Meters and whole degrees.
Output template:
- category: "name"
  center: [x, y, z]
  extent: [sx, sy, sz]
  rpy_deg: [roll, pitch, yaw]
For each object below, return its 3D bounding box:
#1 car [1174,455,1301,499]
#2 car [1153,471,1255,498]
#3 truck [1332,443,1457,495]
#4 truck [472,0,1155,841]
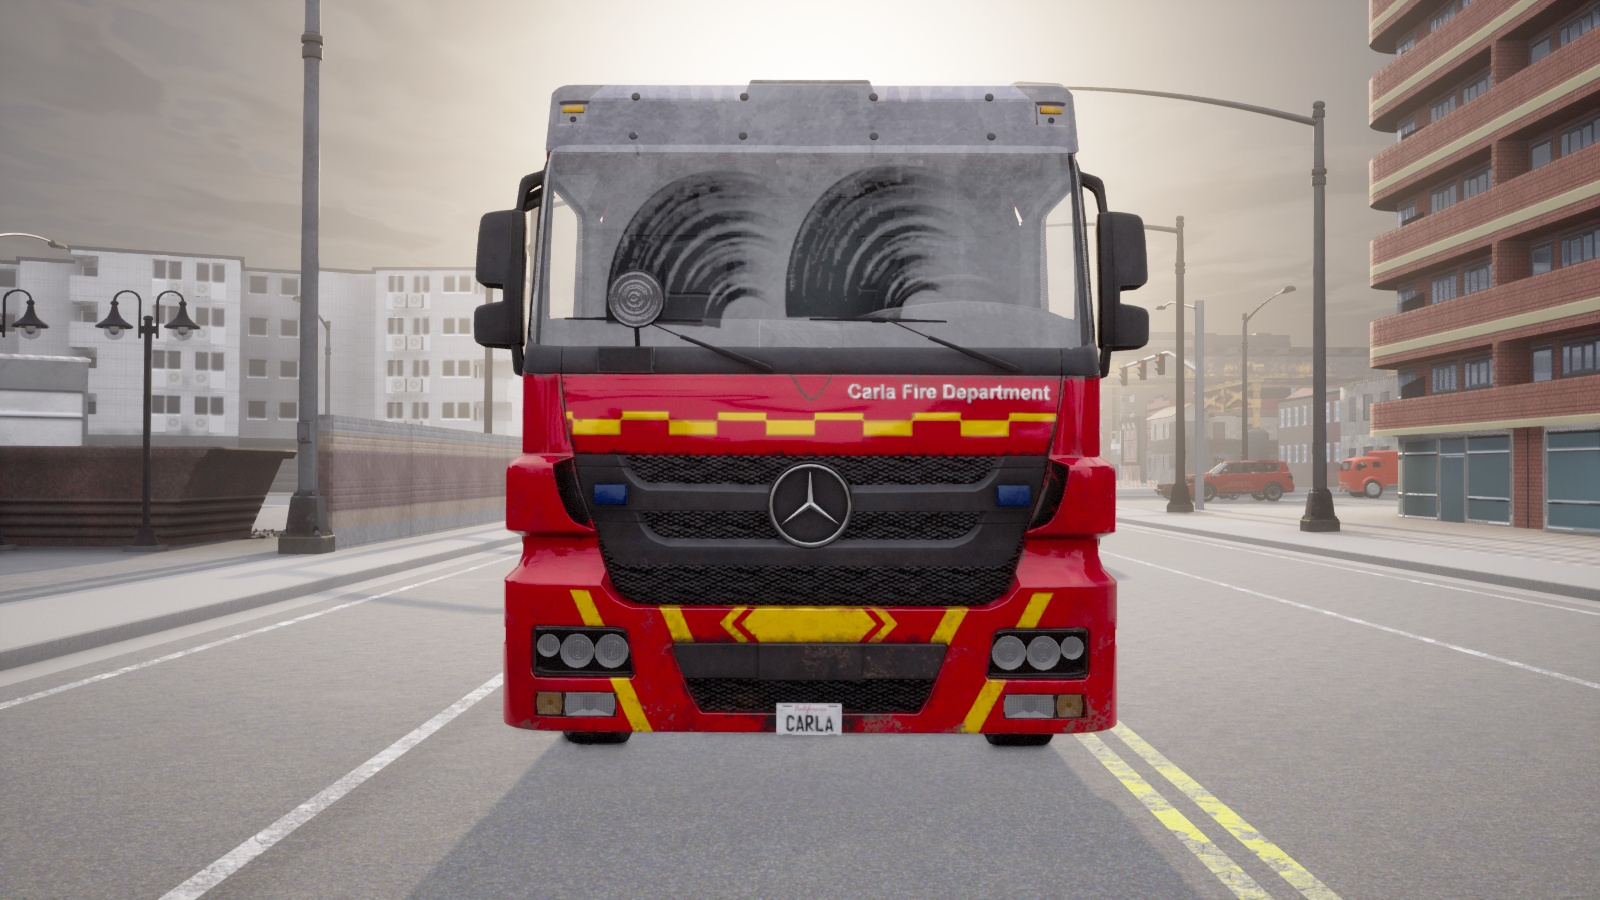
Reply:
- category: "car"
  center: [21.796, 1.356, 62.725]
  extent: [5.566, 2.045, 2.150]
  rpy_deg: [-1, -1, 2]
- category: "car"
  center: [21.271, 1.809, 66.245]
  extent: [4.718, 1.301, 1.895]
  rpy_deg: [-1, -1, 1]
- category: "truck"
  center: [31.176, 1.014, 66.004]
  extent: [5.204, 2.467, 2.627]
  rpy_deg: [-3, -1, 1]
- category: "truck"
  center: [0.070, -0.190, 9.582]
  extent: [2.891, 3.827, 8.468]
  rpy_deg: [0, -1, 0]
